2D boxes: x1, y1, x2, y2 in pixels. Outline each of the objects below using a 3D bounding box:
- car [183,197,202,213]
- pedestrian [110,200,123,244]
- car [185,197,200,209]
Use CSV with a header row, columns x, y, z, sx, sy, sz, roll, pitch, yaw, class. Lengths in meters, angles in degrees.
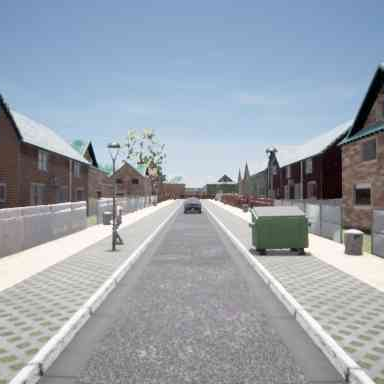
x,y,z,sx,sy,sz,roll,pitch,yaw,class
0.087,1.523,36.601,1.837,1.490,4.892,0,0,0,car
-2.930,1.148,13.344,0.375,1.860,0.375,2,-2,-6,pedestrian
0.075,1.499,46.667,1.882,1.535,5.008,0,0,0,car
